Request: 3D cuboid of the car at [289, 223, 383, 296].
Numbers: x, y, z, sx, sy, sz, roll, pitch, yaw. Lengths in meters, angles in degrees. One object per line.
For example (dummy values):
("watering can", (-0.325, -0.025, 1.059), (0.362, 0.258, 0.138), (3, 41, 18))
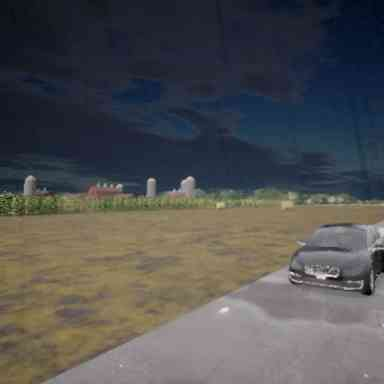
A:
("car", (4.294, 1.678, 9.396), (1.837, 1.490, 4.892), (-1, -1, 36))
